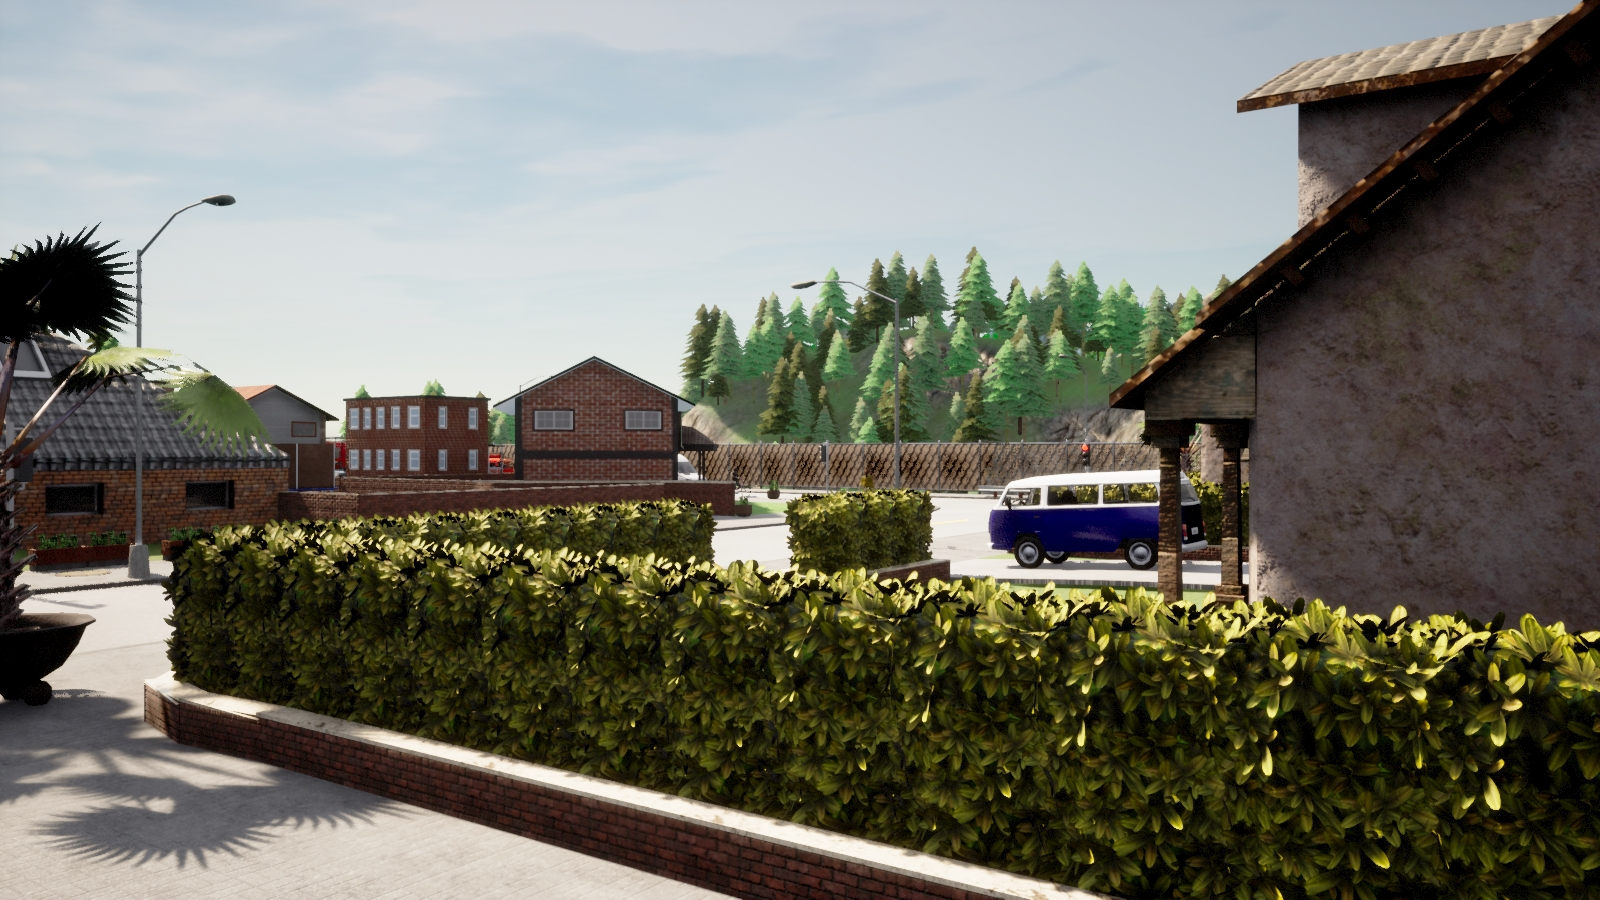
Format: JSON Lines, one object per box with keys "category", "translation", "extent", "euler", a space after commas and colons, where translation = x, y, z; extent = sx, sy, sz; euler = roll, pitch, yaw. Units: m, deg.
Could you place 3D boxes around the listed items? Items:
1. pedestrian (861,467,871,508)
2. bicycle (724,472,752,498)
{"category": "pedestrian", "translation": [3.051, 1.734, 52.419], "extent": [0.375, 1.860, 0.375], "euler": [0, 0, 18]}
{"category": "bicycle", "translation": [-3.643, 2.044, 67.431], "extent": [1.835, 1.471, 0.329], "euler": [0, 0, 35]}
